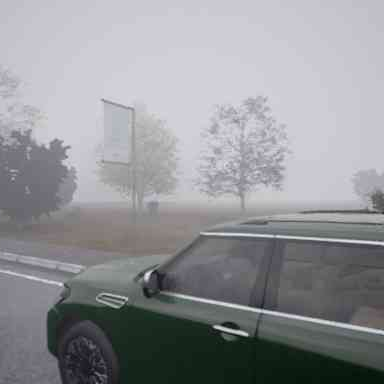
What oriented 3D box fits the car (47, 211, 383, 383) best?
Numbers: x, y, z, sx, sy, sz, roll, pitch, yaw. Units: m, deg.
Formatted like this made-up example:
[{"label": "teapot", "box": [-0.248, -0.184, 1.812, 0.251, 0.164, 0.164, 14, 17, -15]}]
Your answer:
[{"label": "car", "box": [0.960, 1.212, 3.208, 5.566, 2.045, 2.150, 0, 0, 35]}]
